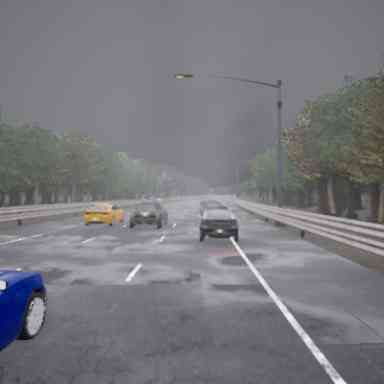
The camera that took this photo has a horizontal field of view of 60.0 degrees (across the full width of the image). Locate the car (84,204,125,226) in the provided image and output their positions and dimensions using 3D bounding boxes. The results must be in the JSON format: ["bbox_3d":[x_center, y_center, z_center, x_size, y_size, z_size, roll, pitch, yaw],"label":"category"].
[{"bbox_3d":[-6.367,1.642,24.677,1.882,1.535,5.008,0,0,2],"label":"car"}]

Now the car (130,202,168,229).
[{"bbox_3d":[-2.912,1.509,23.332,2.097,1.767,4.553,0,0,2],"label":"car"}]

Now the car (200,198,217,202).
[{"bbox_3d":[1.667,1.540,27.080,2.097,1.767,4.553,0,0,3],"label":"car"}]

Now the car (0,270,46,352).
[{"bbox_3d":[-3.364,1.498,3.572,1.882,1.535,5.008,0,0,0],"label":"car"}]

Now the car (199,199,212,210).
[{"bbox_3d":[2.107,1.870,51.450,1.837,1.490,4.892,0,0,5],"label":"car"}]

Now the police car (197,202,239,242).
[{"bbox_3d":[1.310,1.545,17.378,1.930,1.638,5.238,0,0,2],"label":"police car"}]

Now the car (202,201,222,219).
[{"bbox_3d":[1.970,1.689,33.198,1.801,1.575,5.366,0,0,3],"label":"car"}]

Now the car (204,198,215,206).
[{"bbox_3d":[3.606,1.993,67.204,1.812,1.442,4.674,0,0,7],"label":"car"}]
